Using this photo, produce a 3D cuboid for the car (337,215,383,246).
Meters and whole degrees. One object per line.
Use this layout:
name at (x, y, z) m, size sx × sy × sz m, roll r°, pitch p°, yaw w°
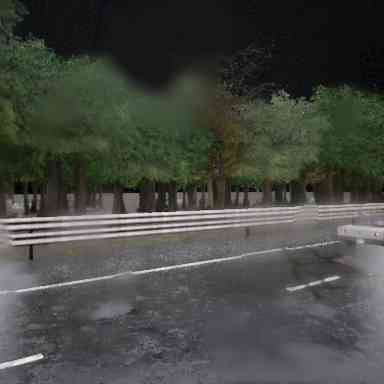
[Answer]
car at (8.294, 1.612, 14.083) m, size 4.718 × 1.301 × 1.895 m, roll 0°, pitch 0°, yaw -35°
